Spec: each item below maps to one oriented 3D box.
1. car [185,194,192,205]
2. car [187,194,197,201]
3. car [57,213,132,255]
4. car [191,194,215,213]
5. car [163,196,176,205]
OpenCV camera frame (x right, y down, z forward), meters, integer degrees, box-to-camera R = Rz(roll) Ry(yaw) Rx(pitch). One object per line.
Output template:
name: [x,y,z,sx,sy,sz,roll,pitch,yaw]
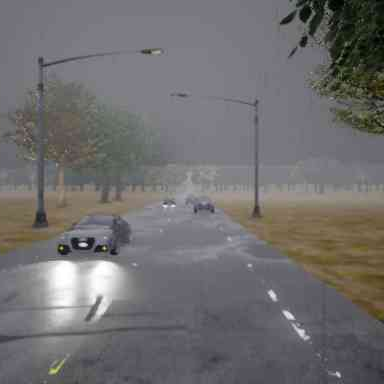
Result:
car: [-0.003,1.161,54.509,2.097,1.767,4.553,0,0,0]
car: [-0.002,1.135,70.562,1.994,1.385,4.181,0,0,0]
car: [-3.600,1.539,12.952,1.994,1.385,4.181,0,0,0]
car: [1.223,1.248,35.161,2.097,1.767,4.553,0,0,0]
car: [-3.560,1.360,53.615,2.033,1.411,5.357,0,0,1]
